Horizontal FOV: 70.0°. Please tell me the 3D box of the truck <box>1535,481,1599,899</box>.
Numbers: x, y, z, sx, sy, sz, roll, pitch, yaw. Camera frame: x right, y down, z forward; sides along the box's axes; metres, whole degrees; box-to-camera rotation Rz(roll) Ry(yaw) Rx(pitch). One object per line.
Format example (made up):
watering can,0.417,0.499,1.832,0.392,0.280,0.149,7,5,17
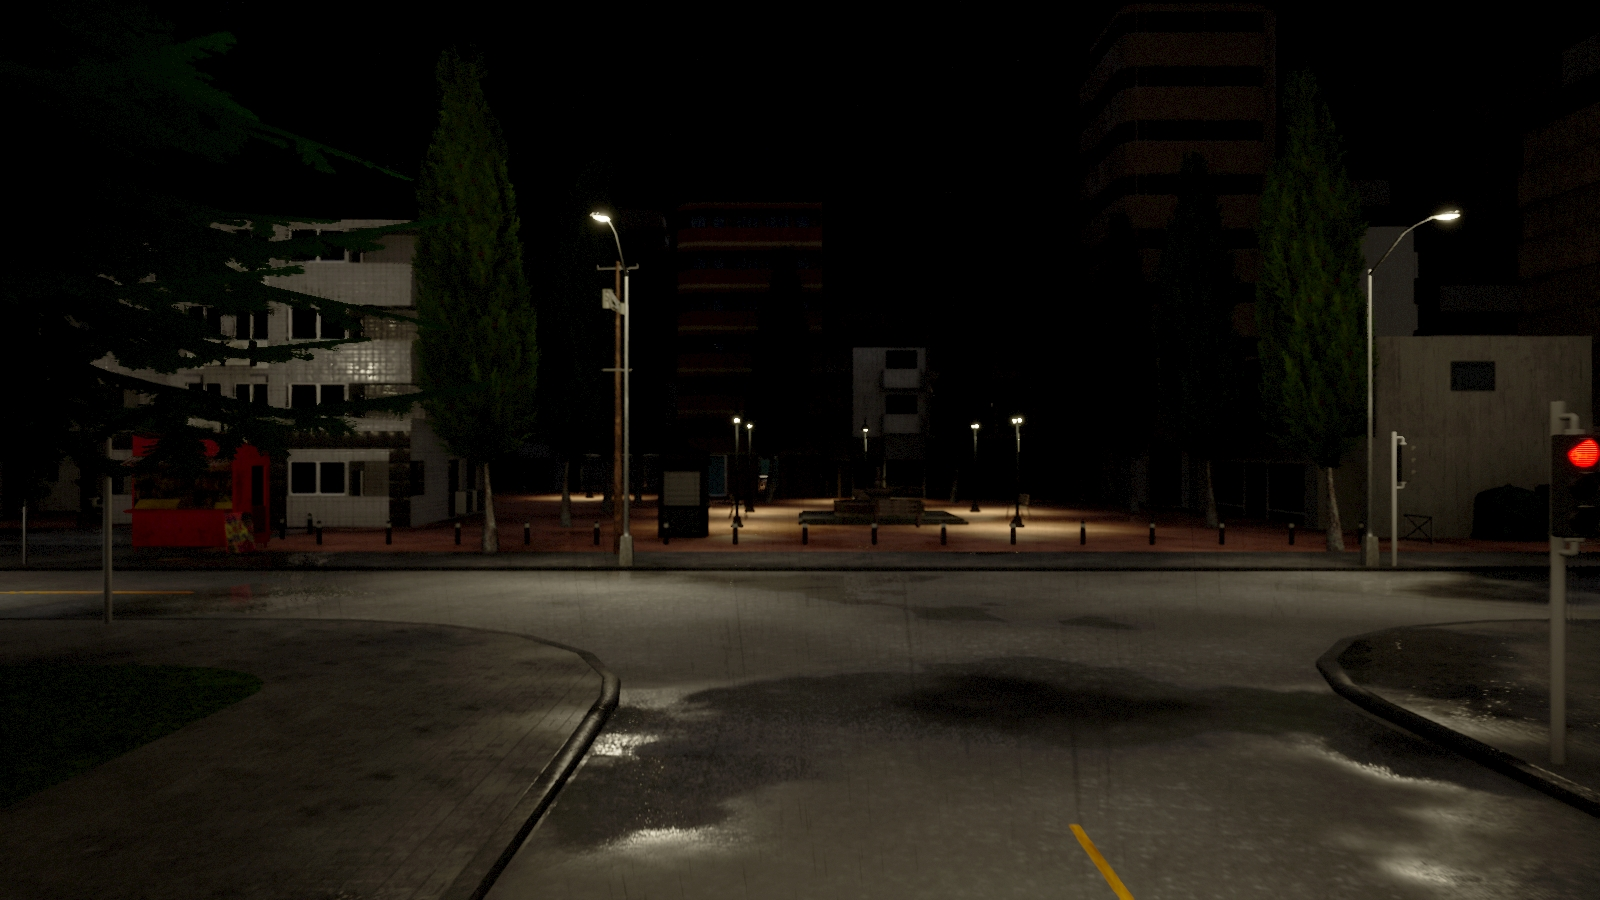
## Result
truck,4.020,1.348,1.621,2.627,2.467,5.204,0,0,0
